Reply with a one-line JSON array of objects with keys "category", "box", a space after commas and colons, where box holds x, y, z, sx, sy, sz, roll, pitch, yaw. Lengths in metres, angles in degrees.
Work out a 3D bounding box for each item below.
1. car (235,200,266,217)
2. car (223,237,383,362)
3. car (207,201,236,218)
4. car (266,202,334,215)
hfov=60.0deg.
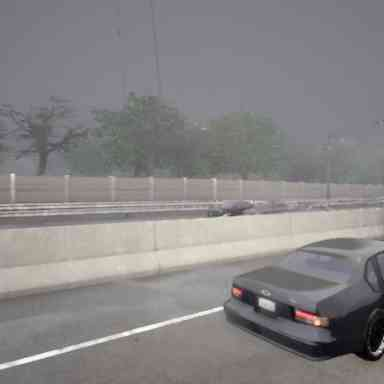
[{"category": "car", "box": [5.939, 1.515, 25.359, 4.892, 1.490, 1.837, 0, 0, -35]}, {"category": "car", "box": [3.045, 1.550, 5.911, 5.357, 1.411, 2.033, 0, 0, -35]}, {"category": "car", "box": [3.532, 1.487, 27.939, 5.008, 1.535, 1.882, 0, 0, -35]}, {"category": "car", "box": [7.597, 1.502, 22.246, 4.902, 1.511, 2.128, 0, 0, -35]}]
